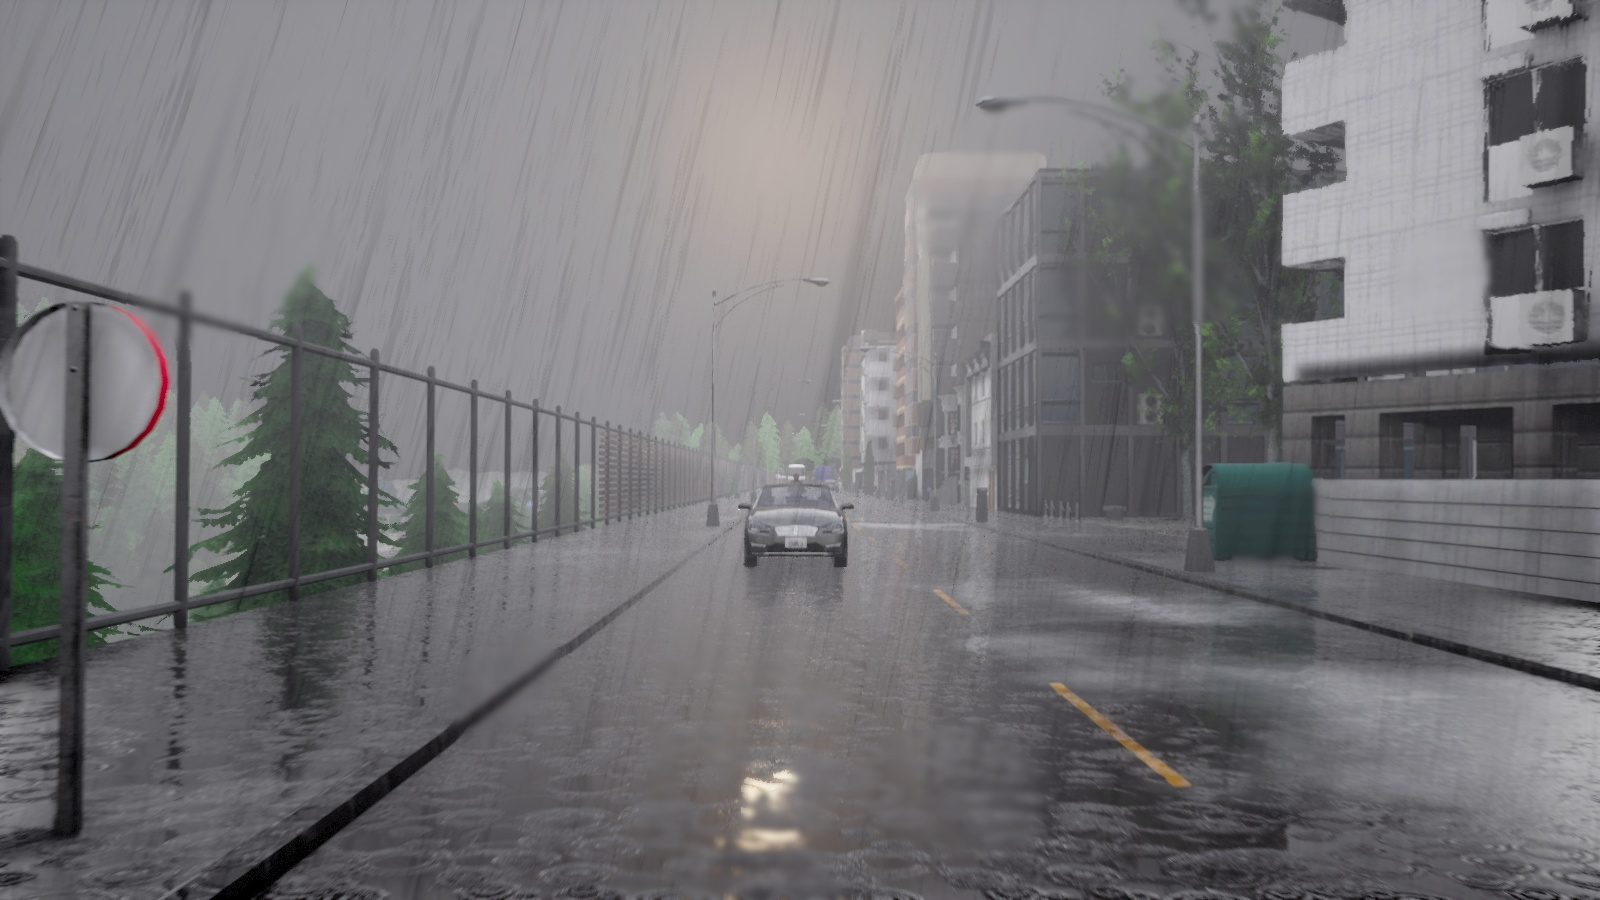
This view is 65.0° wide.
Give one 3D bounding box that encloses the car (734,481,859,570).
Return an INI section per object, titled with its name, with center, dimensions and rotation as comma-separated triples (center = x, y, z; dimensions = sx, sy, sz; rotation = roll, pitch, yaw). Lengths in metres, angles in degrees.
[car]
center = -0.065, 1.340, 23.775
dimensions = 2.128, 1.511, 4.902
rotation = 0, -1, 0
